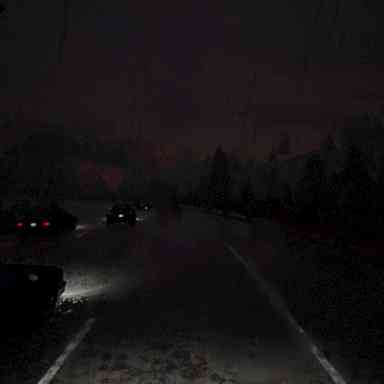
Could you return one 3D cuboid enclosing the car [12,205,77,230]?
[{"bbox_3d":[-7.637,1.556,17.881,2.033,1.411,5.357,0,0,-7],"label":"car"}]

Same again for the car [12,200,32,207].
[{"bbox_3d":[-21.039,1.646,41.342,1.994,1.385,4.181,0,0,-22],"label":"car"}]

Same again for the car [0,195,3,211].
[{"bbox_3d":[-24.206,1.305,39.989,2.150,2.045,5.566,0,0,-22],"label":"car"}]

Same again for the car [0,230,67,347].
[{"bbox_3d":[-3.406,1.547,4.165,2.033,1.411,5.357,0,0,0],"label":"car"}]

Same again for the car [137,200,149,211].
[{"bbox_3d":[-6.273,1.651,42.402,1.895,1.301,4.718,0,0,-20],"label":"car"}]

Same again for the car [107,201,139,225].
[{"bbox_3d":[-5.126,1.580,24.465,1.994,1.385,4.181,0,0,-9],"label":"car"}]

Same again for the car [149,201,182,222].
[{"bbox_3d":[-2.002,1.509,26.659,2.128,1.511,4.902,0,0,-11],"label":"car"}]
